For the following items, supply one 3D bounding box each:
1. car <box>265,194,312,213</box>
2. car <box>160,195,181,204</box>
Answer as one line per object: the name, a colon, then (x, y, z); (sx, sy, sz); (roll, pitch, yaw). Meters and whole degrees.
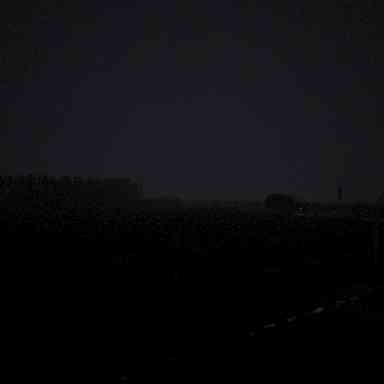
car: (10.835, 1.237, 37.878); (2.150, 2.045, 5.566); (0, 2, -35)
car: (-3.861, 1.314, 58.700); (2.097, 1.767, 4.553); (0, 0, -35)
